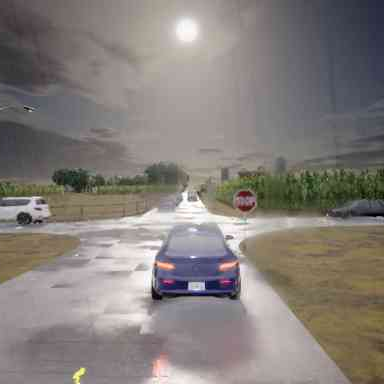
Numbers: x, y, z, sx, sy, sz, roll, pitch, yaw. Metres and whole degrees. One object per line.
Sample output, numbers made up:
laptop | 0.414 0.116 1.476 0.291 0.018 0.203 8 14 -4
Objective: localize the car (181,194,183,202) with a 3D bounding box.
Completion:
car | -2.862 1.328 56.234 1.895 1.301 4.718 0 1 0

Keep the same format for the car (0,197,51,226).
car | -13.381 1.424 24.464 5.566 2.045 2.150 -1 0 0

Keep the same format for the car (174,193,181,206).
car | -2.871 1.288 46.619 1.882 1.535 5.008 0 0 0

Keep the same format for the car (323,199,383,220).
car | 12.617 1.257 24.573 5.357 1.411 2.033 -1 0 -2

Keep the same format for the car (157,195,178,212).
car | -2.812 1.386 37.103 1.837 1.490 4.892 0 0 -2

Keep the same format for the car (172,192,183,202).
car | -2.822 0.978 66.035 2.097 1.767 4.553 0 1 0

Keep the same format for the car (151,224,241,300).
car | 0.087 1.525 8.268 1.812 1.442 4.674 0 0 0

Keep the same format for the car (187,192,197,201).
car | 0.063 1.216 67.034 1.895 1.301 4.718 0 1 0
